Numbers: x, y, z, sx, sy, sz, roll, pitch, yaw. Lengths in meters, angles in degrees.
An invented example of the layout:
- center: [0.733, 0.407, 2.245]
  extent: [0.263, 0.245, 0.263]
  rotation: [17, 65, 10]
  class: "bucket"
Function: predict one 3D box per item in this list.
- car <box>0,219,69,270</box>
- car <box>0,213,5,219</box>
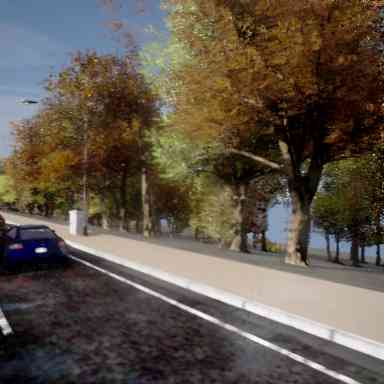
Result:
- center: [-6.122, 1.921, 12.550]
  extent: [1.994, 1.385, 4.181]
  rotation: [2, -2, -36]
  class: "car"
- center: [-14.920, 2.174, 24.427]
  extent: [1.837, 1.490, 4.892]
  rotation: [2, -2, -36]
  class: "car"
